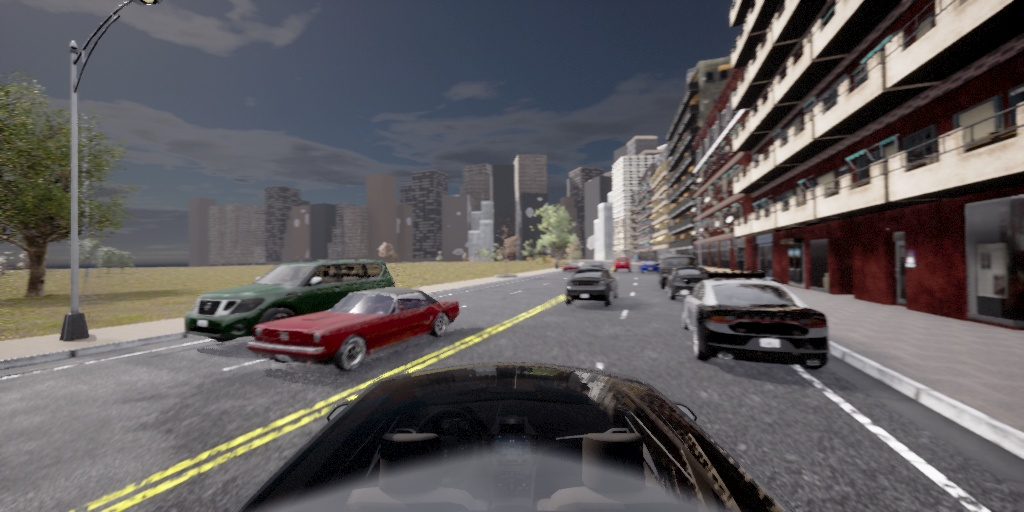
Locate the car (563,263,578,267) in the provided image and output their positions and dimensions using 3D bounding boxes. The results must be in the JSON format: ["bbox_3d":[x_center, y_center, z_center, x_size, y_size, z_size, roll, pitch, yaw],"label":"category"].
[{"bbox_3d":[8.117,1.620,49.153,1.895,1.301,4.718,-1,-1,18],"label":"car"}]

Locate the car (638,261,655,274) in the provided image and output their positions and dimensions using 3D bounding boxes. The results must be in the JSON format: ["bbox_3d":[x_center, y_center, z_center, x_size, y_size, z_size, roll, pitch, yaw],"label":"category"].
[{"bbox_3d":[16.740,1.328,43.732,1.882,1.535,5.008,-1,-1,18],"label":"car"}]

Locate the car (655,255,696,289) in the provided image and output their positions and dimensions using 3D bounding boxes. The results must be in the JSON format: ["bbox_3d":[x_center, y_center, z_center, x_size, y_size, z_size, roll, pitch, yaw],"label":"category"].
[{"bbox_3d":[10.598,0.992,23.021,2.150,2.045,5.566,-1,0,20],"label":"car"}]

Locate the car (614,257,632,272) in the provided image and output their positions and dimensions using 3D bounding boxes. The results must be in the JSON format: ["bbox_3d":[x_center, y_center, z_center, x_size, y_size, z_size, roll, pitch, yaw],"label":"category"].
[{"bbox_3d":[15.257,1.139,49.488,2.150,2.045,5.566,-1,-1,18],"label":"car"}]

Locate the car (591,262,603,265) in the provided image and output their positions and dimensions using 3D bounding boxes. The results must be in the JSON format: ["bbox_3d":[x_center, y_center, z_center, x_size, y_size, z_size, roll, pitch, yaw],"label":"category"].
[{"bbox_3d":[12.077,1.525,50.818,2.033,1.411,5.357,-1,-1,18],"label":"car"}]

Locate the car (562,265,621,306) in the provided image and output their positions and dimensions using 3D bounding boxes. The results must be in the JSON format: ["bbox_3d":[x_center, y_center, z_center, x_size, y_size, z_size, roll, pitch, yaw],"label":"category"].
[{"bbox_3d":[3.689,1.317,16.257,1.837,1.490,4.892,-1,0,21],"label":"car"}]

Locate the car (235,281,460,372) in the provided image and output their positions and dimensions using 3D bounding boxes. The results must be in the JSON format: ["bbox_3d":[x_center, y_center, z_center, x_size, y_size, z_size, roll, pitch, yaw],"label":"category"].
[{"bbox_3d":[-3.122,1.448,8.213,1.895,1.301,4.718,-1,0,21],"label":"car"}]

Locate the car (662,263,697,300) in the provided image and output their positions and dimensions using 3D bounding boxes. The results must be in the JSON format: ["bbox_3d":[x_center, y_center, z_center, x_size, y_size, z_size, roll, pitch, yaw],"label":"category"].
[{"bbox_3d":[8.500,1.257,17.310,1.837,1.490,4.892,-1,0,20],"label":"car"}]

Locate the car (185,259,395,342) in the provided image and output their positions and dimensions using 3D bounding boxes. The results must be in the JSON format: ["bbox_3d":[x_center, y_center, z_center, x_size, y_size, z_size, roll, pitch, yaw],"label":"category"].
[{"bbox_3d":[-5.757,1.124,10.407,2.150,2.045,5.566,-1,0,21],"label":"car"}]

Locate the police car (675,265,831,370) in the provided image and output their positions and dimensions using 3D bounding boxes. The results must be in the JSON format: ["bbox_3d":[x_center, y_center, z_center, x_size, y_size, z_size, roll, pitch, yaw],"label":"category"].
[{"bbox_3d":[4.944,1.154,7.988,1.930,1.638,5.238,-1,0,21],"label":"police car"}]
